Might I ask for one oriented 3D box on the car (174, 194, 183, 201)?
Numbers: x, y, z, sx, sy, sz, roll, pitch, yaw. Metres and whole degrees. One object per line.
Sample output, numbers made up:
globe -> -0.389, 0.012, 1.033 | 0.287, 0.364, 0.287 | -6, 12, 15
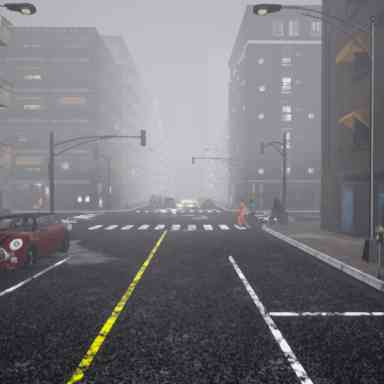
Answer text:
car -> -3.203, 1.266, 79.768 | 2.033, 1.411, 5.357 | 0, 0, 0

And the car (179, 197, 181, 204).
car -> -3.157, 1.579, 64.491 | 1.895, 1.301, 4.718 | 0, 0, 0

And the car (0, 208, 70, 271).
car -> -5.517, 1.437, 10.729 | 1.967, 1.590, 4.097 | -1, 0, 0

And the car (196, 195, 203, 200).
car -> 2.036, 1.546, 91.467 | 1.802, 1.307, 4.206 | -1, 0, 0

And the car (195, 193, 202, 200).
car -> 2.130, 1.518, 74.849 | 1.887, 1.381, 4.507 | -1, 0, 0

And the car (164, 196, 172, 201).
car -> -5.781, 1.552, 80.393 | 1.802, 1.307, 4.206 | -1, 0, 0

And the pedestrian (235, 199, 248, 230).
pedestrian -> 2.956, 1.288, 19.786 | 0.375, 1.860, 0.375 | -1, 1, 0

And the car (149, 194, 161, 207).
car -> -5.627, 1.298, 52.707 | 2.192, 1.841, 5.009 | -1, 0, 0

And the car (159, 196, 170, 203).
car -> -5.718, 1.558, 69.319 | 1.802, 1.307, 4.206 | -1, 0, 0

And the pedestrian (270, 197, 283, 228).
pedestrian -> 4.897, 1.136, 19.249 | 0.375, 1.860, 0.375 | -1, 1, 0

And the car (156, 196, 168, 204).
car -> -5.687, 1.504, 63.611 | 1.752, 1.417, 4.829 | -1, 0, 0

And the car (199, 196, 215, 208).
car -> 2.288, 1.568, 47.154 | 1.802, 1.307, 4.206 | -1, 0, 0

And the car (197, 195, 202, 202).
car -> 2.256, 1.534, 52.693 | 2.008, 1.369, 4.403 | -1, 0, 0

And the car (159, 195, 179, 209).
car -> -3.102, 1.490, 45.854 | 1.837, 1.490, 4.892 | 0, 0, 0

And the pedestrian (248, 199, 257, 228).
pedestrian -> 3.743, 1.289, 20.444 | 0.375, 1.860, 0.375 | -1, 1, 0
